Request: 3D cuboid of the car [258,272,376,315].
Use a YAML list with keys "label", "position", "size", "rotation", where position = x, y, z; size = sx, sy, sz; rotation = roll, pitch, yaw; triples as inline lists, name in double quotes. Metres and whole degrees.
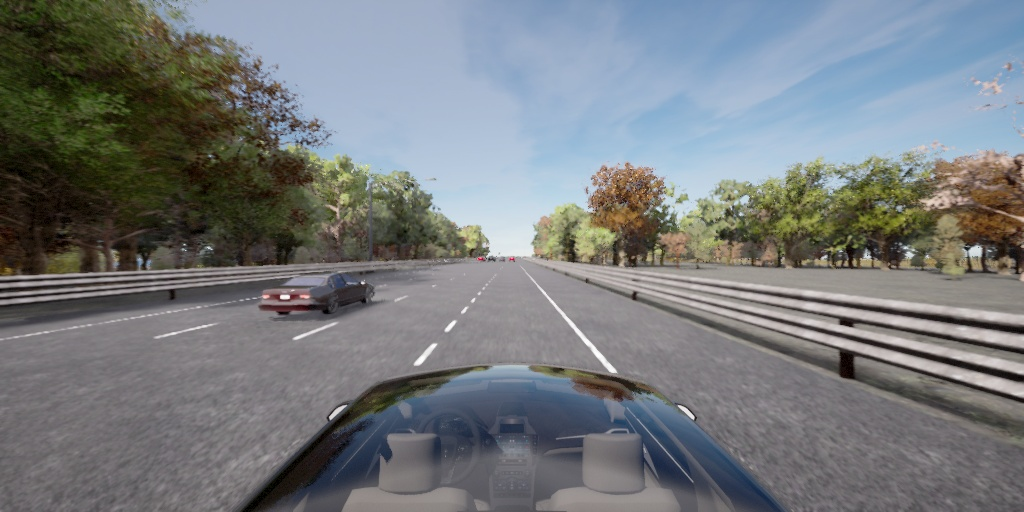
- label: "car"
  position: [-6.993, 1.311, 13.553]
  size: [2.033, 1.411, 5.357]
  rotation: [0, 0, 0]
